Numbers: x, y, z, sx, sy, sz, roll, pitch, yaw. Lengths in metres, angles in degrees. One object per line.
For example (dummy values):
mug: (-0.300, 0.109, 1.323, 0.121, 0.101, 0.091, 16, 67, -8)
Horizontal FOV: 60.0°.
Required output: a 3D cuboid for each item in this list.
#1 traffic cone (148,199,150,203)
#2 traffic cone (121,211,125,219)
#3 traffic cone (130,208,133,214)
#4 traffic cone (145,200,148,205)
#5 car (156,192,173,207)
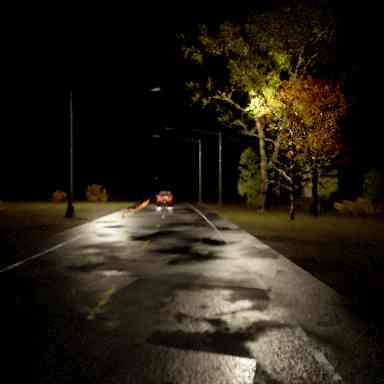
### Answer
traffic cone: (-7.171, 1.719, 51.726, 0.340, 0.580, 0.340, 0, 0, -5)
traffic cone: (-5.547, 1.851, 26.897, 0.340, 0.580, 0.340, 0, 0, -3)
traffic cone: (-5.794, 1.826, 31.867, 0.340, 0.580, 0.340, 0, 0, -3)
traffic cone: (-6.768, 1.747, 46.766, 0.340, 0.580, 0.340, 0, 0, -4)
car: (-3.887, 1.001, 47.589, 2.150, 2.045, 5.566, 0, 0, -4)
